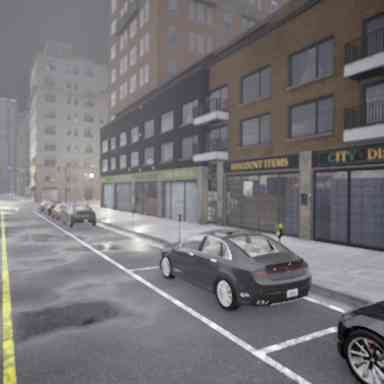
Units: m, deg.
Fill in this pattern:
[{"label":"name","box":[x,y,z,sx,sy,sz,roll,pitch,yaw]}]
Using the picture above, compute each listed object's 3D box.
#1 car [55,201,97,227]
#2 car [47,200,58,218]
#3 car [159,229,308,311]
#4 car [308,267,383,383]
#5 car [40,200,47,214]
[{"label":"car","box":[-7.612,1.527,22.316,2.008,1.369,4.403,-1,0,-30]},{"label":"car","box":[-10.463,1.494,27.316,1.752,1.417,4.829,-1,0,-30]},{"label":"car","box":[0.689,1.544,7.759,2.008,1.369,4.403,-1,0,-30]},{"label":"car","box":[3.456,1.564,2.907,1.947,1.339,4.313,-1,0,-30]},{"label":"car","box":[-13.146,1.527,32.022,1.947,1.339,4.313,-1,0,-30]}]
